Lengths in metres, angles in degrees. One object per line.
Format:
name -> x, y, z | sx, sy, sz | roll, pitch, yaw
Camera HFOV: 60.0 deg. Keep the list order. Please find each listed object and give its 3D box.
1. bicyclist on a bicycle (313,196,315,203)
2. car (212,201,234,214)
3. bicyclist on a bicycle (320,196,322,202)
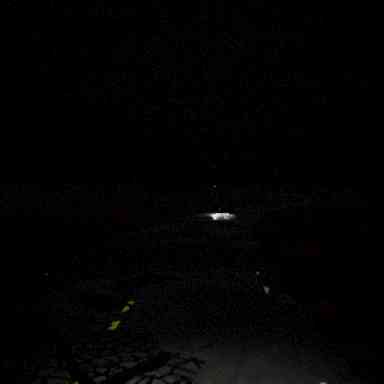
bicyclist on a bicycle -> 29.572, 1.883, 80.501 | 0.582, 1.620, 1.656 | 1, 0, 33
car -> 3.829, 1.833, 40.336 | 1.994, 1.385, 4.181 | 1, 0, 19
bicyclist on a bicycle -> 34.301, 1.876, 88.310 | 0.582, 1.620, 1.656 | 1, 0, 28
